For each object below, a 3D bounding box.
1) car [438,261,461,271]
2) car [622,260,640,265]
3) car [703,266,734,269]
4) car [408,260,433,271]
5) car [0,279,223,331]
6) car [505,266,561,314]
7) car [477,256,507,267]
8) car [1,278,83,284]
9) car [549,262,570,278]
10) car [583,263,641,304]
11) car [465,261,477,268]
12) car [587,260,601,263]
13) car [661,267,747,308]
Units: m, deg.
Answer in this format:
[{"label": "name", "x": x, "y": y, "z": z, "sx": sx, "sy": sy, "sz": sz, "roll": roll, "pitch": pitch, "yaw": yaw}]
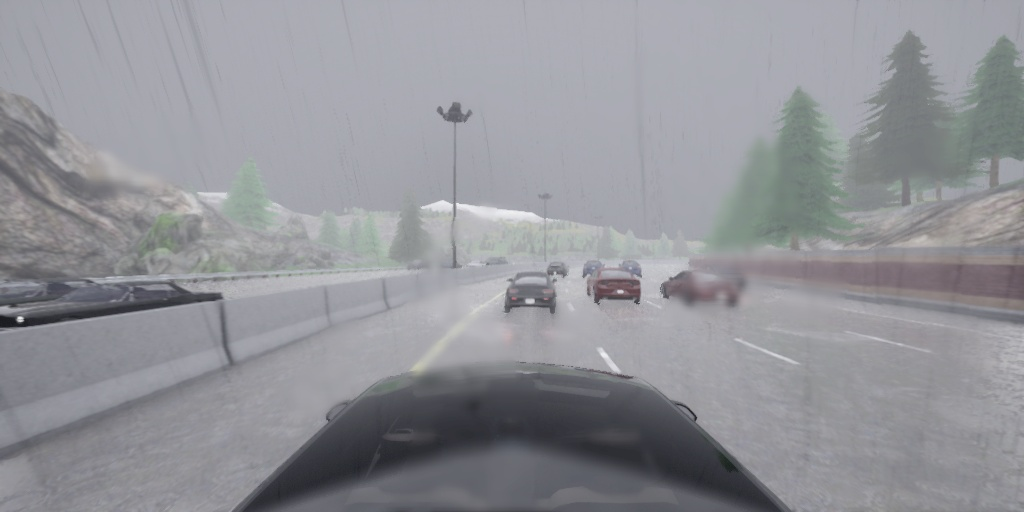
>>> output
[{"label": "car", "x": -9.043, "y": 1.401, "z": 52.021, "sx": 1.994, "sy": 1.385, "sz": 4.181, "roll": 0, "pitch": 0, "yaw": 19}, {"label": "car", "x": 12.255, "y": 1.223, "z": 37.443, "sx": 2.097, "sy": 1.767, "sz": 4.553, "roll": 0, "pitch": 0, "yaw": 15}, {"label": "car", "x": 12.370, "y": 1.327, "z": 21.888, "sx": 2.128, "sy": 1.511, "sz": 4.902, "roll": 0, "pitch": 0, "yaw": 9}, {"label": "car", "x": -12.973, "y": 1.348, "z": 51.314, "sx": 1.812, "sy": 1.442, "sz": 4.674, "roll": 0, "pitch": 0, "yaw": 18}, {"label": "car", "x": -10.300, "y": 1.335, "z": 9.253, "sx": 1.895, "sy": 1.301, "sz": 4.718, "roll": 0, "pitch": 0, "yaw": 3}, {"label": "car", "x": 0.782, "y": 1.306, "z": 13.950, "sx": 1.812, "sy": 1.442, "sz": 4.674, "roll": 0, "pitch": 0, "yaw": 5}, {"label": "car", "x": -2.358, "y": 1.076, "z": 50.069, "sx": 2.150, "sy": 2.045, "sz": 5.566, "roll": 0, "pitch": 0, "yaw": 19}, {"label": "car", "x": -13.741, "y": 1.327, "z": 10.237, "sx": 1.895, "sy": 1.301, "sz": 4.718, "roll": 0, "pitch": 0, "yaw": 4}, {"label": "car", "x": 4.624, "y": 1.348, "z": 35.993, "sx": 1.837, "sy": 1.490, "sz": 4.892, "roll": 0, "pitch": 0, "yaw": 14}, {"label": "car", "x": 4.597, "y": 1.277, "z": 16.741, "sx": 1.882, "sy": 1.535, "sz": 5.008, "roll": 0, "pitch": 0, "yaw": 6}, {"label": "car", "x": -5.159, "y": 1.376, "z": 52.542, "sx": 1.812, "sy": 1.442, "sz": 4.674, "roll": 0, "pitch": 0, "yaw": 20}, {"label": "car", "x": 8.394, "y": 1.209, "z": 36.578, "sx": 2.097, "sy": 1.767, "sz": 4.553, "roll": 0, "pitch": 0, "yaw": 15}, {"label": "car", "x": 7.956, "y": 1.333, "z": 15.467, "sx": 1.812, "sy": 1.442, "sz": 4.674, "roll": 0, "pitch": 0, "yaw": 6}]
